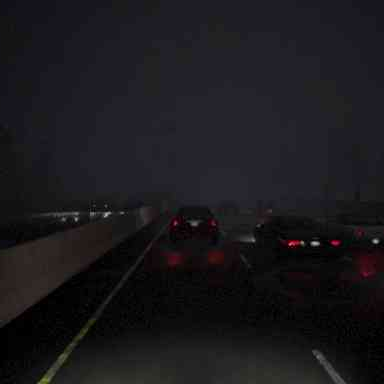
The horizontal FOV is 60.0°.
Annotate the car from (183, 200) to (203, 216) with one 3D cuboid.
[{"bbox_3d":[0.092,1.552,33.633,1.812,1.442,4.674,0,0,0],"label":"car"}]

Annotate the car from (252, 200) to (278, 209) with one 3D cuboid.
[{"bbox_3d":[7.105,1.518,32.552,2.128,1.511,4.902,0,0,0],"label":"car"}]

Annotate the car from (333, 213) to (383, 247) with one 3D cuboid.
[{"bbox_3d":[7.103,1.613,15.074,1.895,1.301,4.718,0,0,0],"label":"car"}]

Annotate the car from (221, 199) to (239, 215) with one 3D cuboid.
[{"bbox_3d":[3.606,1.505,34.146,1.882,1.535,5.008,0,0,0],"label":"car"}]

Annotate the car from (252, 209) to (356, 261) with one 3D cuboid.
[{"bbox_3d":[3.602,1.557,12.216,2.033,1.411,5.357,0,0,0],"label":"car"}]

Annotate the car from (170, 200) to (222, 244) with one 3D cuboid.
[{"bbox_3d":[0.103,1.366,15.970,2.097,1.767,4.553,0,0,0],"label":"car"}]
